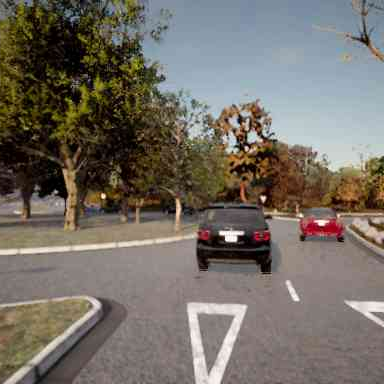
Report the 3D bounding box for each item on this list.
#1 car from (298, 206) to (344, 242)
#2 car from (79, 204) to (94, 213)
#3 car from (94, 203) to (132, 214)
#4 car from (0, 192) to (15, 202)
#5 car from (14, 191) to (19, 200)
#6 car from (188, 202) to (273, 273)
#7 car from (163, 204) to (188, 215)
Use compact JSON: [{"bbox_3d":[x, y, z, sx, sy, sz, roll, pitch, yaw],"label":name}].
[{"bbox_3d":[7.039,1.641,18.454,2.097,1.767,4.553,0,-1,17],"label":"car"},{"bbox_3d":[-16.292,2.534,51.317,5.357,1.411,2.033,0,-1,-6],"label":"car"},{"bbox_3d":[-11.126,2.433,48.191,4.892,1.490,1.837,0,-1,18],"label":"car"},{"bbox_3d":[-41.777,1.549,74.498,1.946,1.575,5.366,1,2,-18],"label":"car"},{"bbox_3d":[-43.533,1.333,79.730,1.946,1.575,5.366,1,2,-19],"label":"car"},{"bbox_3d":[1.559,1.354,11.405,2.150,2.045,5.566,0,-1,11],"label":"car"},{"bbox_3d":[-1.748,2.351,44.020,4.902,1.511,2.128,-1,-2,41],"label":"car"}]
